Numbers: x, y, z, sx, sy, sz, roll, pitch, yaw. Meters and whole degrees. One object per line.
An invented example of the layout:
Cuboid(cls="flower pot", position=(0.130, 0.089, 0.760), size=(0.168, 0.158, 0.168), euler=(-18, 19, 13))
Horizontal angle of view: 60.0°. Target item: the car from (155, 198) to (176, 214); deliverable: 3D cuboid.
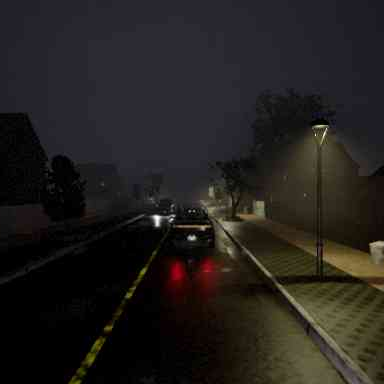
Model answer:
Cuboid(cls="car", position=(-2.750, 1.442, 35.693), size=(2.097, 1.767, 4.553), euler=(0, 0, 0))

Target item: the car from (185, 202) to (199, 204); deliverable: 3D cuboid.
Cuboid(cls="car", position=(0.001, 1.590, 29.661), size=(2.033, 1.411, 5.357), euler=(0, 0, 0))

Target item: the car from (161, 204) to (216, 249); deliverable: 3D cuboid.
Cuboid(cls="car", position=(0.001, 1.499, 14.655), size=(2.128, 1.511, 4.902), euler=(0, 0, 0))
